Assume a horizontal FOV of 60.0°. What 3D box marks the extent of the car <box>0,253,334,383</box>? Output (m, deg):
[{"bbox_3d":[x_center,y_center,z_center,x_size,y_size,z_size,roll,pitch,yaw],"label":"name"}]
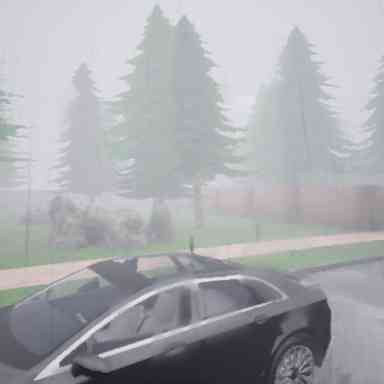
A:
[{"bbox_3d":[-0.592,1.480,3.394,4.902,1.511,2.128,0,0,-34],"label":"car"}]
